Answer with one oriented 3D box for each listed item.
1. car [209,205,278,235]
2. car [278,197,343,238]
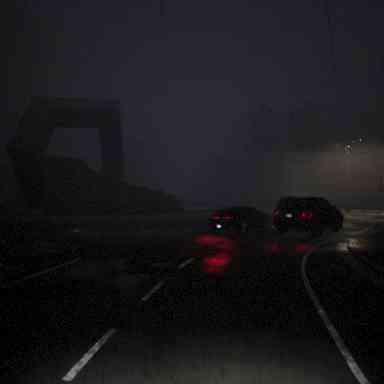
[{"bbox_3d":[2.898,1.535,19.199,1.837,1.490,4.892,0,-1,38],"label":"car"},{"bbox_3d":[6.561,1.276,18.524,2.150,2.045,5.566,0,0,41],"label":"car"}]
